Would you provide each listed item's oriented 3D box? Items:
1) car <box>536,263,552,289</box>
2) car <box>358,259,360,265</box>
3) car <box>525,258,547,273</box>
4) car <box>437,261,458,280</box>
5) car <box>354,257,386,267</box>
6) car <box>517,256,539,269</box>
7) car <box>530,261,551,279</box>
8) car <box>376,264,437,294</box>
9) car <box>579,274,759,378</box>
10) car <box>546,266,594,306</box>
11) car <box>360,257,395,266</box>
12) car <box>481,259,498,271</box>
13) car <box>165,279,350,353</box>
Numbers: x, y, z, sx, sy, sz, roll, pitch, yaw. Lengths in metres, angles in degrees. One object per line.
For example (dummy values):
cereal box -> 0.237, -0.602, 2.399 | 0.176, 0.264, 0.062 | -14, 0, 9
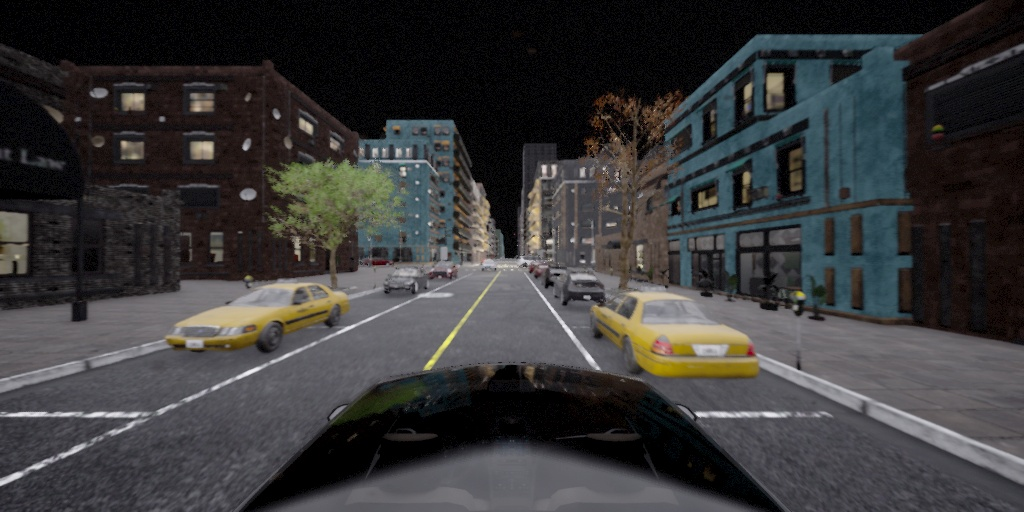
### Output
car -> 2.816, 1.311, 23.067 | 1.948, 1.339, 4.313 | 0, 0, 0
car -> -25.705, 0.801, 54.403 | 4.507, 1.381, 1.888 | 0, 0, -1
car -> 2.810, 1.290, 41.070 | 1.888, 1.381, 4.507 | 0, 0, 0
car -> -5.826, 1.184, 30.965 | 1.967, 1.591, 4.097 | 0, 0, 0
car -> -22.611, 0.915, 57.128 | 4.181, 1.385, 1.994 | 2, 0, -1
car -> 3.590, 1.032, 57.381 | 5.566, 2.045, 2.150 | 1, 0, -1
car -> 2.814, 1.326, 32.068 | 1.802, 1.307, 4.207 | 0, 0, 0
car -> -5.817, 1.296, 20.147 | 2.007, 1.370, 4.403 | 0, 0, 0
car -> 2.751, 1.274, 7.301 | 1.751, 1.417, 4.829 | 0, 0, 0
car -> 2.789, 1.297, 15.522 | 2.007, 1.370, 4.403 | 0, 0, 0
car -> -20.023, 0.907, 54.381 | 4.507, 1.381, 1.888 | 0, 0, -1
car -> -3.015, 1.267, 47.907 | 1.812, 1.442, 4.674 | 0, 0, 0
car -> -5.760, 1.273, 8.911 | 1.751, 1.417, 4.829 | 0, 0, 0
